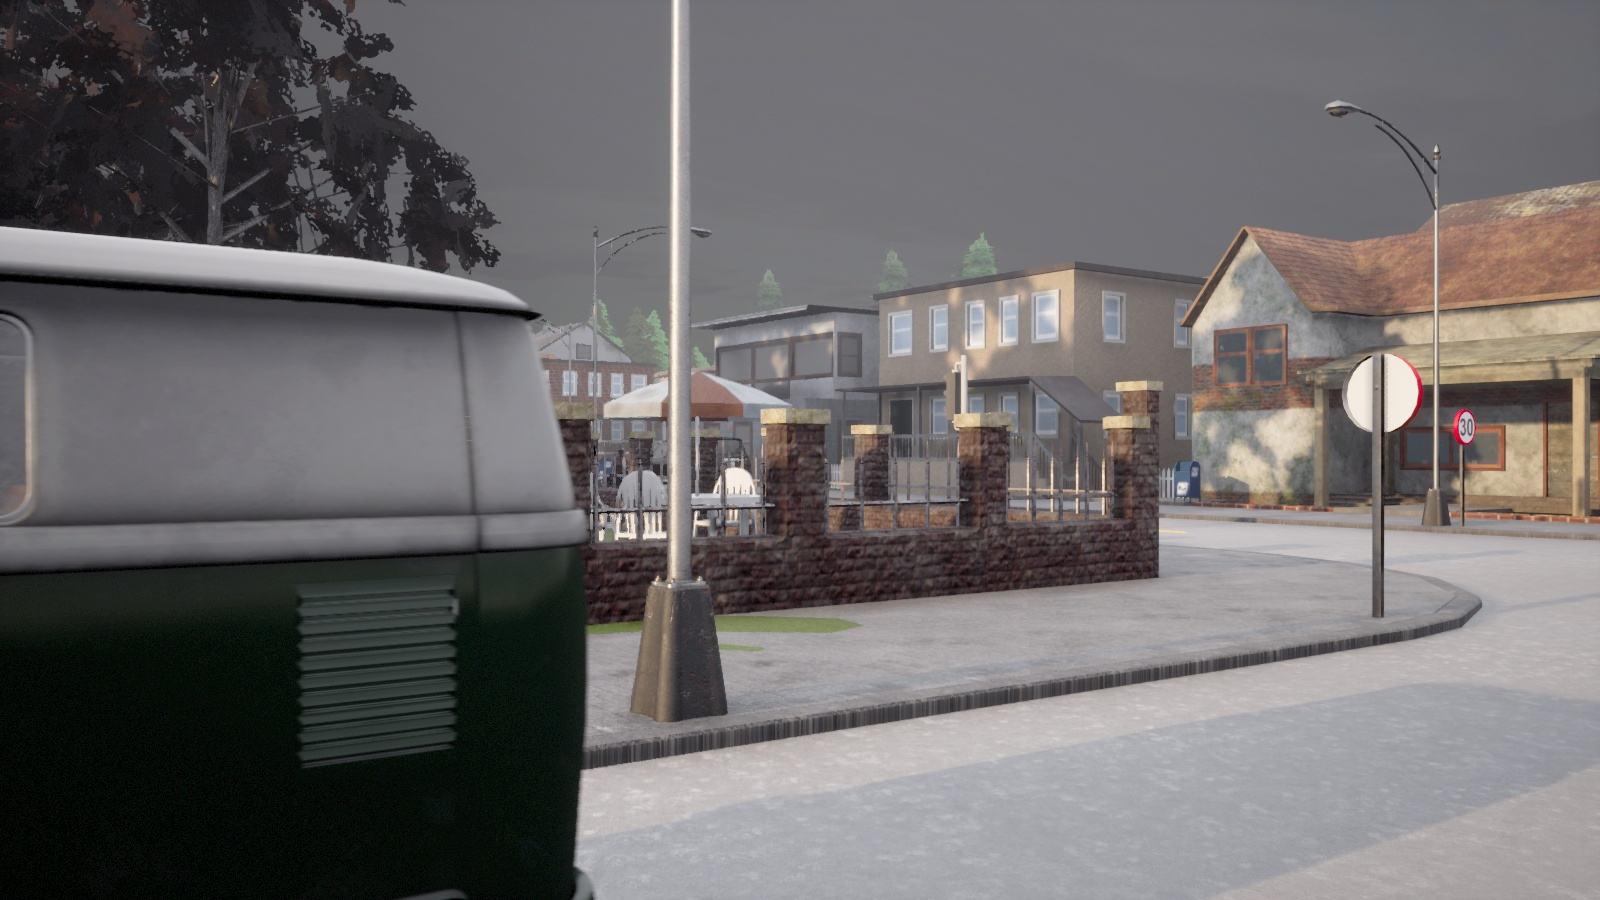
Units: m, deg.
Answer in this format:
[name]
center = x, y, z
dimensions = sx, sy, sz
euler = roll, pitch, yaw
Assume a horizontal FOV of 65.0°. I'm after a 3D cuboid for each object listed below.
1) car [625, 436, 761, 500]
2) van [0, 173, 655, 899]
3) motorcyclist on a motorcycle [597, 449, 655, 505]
[car]
center = -3.768, 0.577, 43.111
dimensions = 2.150, 2.045, 5.566
euler = 0, 0, -35
[van]
center = -2.671, 0.509, 2.401
dimensions = 4.442, 1.987, 1.775
euler = 0, 0, -35
[motorcyclist on a motorcycle]
center = -5.330, 0.800, 38.366
dimensions = 0.766, 1.649, 2.350
euler = 0, 0, -35
